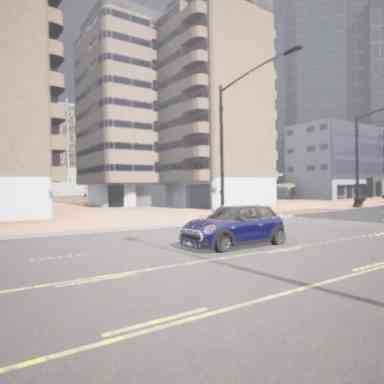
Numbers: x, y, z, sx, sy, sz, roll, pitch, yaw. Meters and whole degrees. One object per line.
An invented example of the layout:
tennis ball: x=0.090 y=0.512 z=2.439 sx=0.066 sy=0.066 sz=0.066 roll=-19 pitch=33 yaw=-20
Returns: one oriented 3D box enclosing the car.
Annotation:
car: x=1.726 y=1.344 z=13.720 sx=4.553 sy=1.767 sz=2.097 roll=0 pitch=0 yaw=-35
